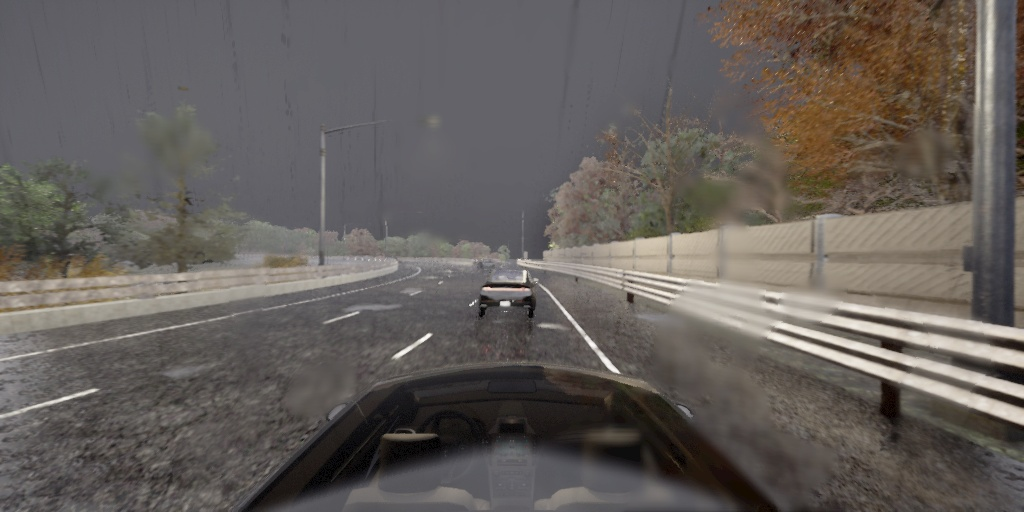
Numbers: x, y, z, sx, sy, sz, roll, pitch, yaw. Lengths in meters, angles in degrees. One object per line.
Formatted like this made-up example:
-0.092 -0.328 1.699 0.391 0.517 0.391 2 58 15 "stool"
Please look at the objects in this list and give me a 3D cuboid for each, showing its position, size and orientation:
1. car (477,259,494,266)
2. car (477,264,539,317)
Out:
-3.659 1.149 49.342 2.128 1.511 4.902 1 0 -15 "car"
-0.058 1.227 13.195 2.128 1.511 4.902 1 0 4 "car"
